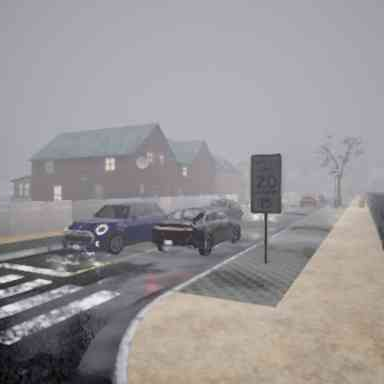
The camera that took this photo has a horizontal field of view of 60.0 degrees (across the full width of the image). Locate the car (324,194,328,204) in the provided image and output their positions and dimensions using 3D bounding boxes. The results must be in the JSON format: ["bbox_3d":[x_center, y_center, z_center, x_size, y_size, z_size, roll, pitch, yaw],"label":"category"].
[{"bbox_3d":[18.540,0.968,48.366,1.882,1.535,5.008,0,1,27],"label":"car"}]

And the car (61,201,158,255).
[{"bbox_3d":[-2.729,1.195,12.855,2.097,1.767,4.553,0,1,29],"label":"car"}]

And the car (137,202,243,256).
[{"bbox_3d":[0.352,1.331,12.483,2.128,1.511,4.902,0,1,27],"label":"car"}]

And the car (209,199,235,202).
[{"bbox_3d":[1.828,1.239,21.698,2.128,1.511,4.902,0,1,27],"label":"car"}]

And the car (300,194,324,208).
[{"bbox_3d":[14.030,1.072,39.364,1.837,1.490,4.892,0,1,27],"label":"car"}]
